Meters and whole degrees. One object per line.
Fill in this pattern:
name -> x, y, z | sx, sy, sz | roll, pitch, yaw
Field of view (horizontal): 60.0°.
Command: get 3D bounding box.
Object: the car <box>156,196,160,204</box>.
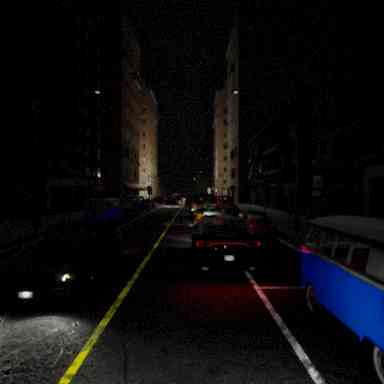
car -> -5.618, 1.435, 43.381 | 1.802, 1.307, 4.206 | 0, 0, 0

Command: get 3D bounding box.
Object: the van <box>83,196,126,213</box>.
van -> -5.646, 1.266, 21.376 | 1.690, 1.788, 3.998 | 0, 0, 0

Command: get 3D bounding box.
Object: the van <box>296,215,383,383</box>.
van -> 2.859, 1.323, 4.860 | 1.690, 1.788, 3.998 | 0, 0, 0

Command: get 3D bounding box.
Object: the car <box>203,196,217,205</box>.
car -> 2.921, 1.369, 54.373 | 2.008, 1.369, 4.403 | 0, 0, 0

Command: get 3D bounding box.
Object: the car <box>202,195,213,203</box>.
car -> 2.934, 1.352, 65.375 | 1.947, 1.339, 4.313 | 0, 0, 0

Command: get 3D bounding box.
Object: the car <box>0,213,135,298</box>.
car -> -3.089, 1.516, 8.832 | 2.033, 1.411, 5.357 | 0, 0, 0

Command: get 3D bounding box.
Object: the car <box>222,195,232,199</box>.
car -> 2.893, 1.203, 32.366 | 2.192, 1.841, 5.009 | 0, 0, 0

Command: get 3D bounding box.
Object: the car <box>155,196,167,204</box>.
car -> -5.598, 1.384, 59.885 | 1.802, 1.307, 4.206 | 0, 0, 0

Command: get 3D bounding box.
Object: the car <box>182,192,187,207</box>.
car -> 0.069, 1.193, 47.131 | 2.097, 1.767, 4.553 | 0, 0, 0

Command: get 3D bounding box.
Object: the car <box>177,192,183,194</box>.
car -> -2.916, 1.321, 69.547 | 2.033, 1.411, 5.357 | 0, 0, 0

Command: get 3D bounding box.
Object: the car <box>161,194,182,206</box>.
car -> -3.027, 1.379, 50.456 | 2.033, 1.411, 5.357 | 0, 0, 0

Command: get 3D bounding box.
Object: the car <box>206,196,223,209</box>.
car -> 2.907, 1.293, 43.370 | 1.967, 1.590, 4.097 | 0, 0, 0

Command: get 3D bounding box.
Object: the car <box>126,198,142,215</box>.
car -> -5.639, 1.458, 26.876 | 2.008, 1.369, 4.403 | 0, 0, 0

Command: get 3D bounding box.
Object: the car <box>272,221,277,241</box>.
car -> 2.874, 1.526, 15.864 | 1.802, 1.307, 4.206 | 0, 0, 0

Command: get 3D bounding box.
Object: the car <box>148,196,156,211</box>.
car -> -5.625, 1.436, 37.879 | 1.947, 1.339, 4.313 | 0, 0, 0

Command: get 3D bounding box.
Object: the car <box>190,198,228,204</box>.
car -> 0.923, 1.383, 20.731 | 1.801, 1.575, 5.366 | 0, 0, 0

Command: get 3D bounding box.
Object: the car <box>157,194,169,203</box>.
car -> -5.591, 1.226, 65.386 | 1.967, 1.590, 4.097 | 0, 0, 0

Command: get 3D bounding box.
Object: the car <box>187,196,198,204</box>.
car -> 0.073, 1.363, 60.883 | 1.994, 1.385, 4.181 | 0, 0, 0

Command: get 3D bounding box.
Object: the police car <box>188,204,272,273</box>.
police car -> 0.911, 1.387, 10.650 | 1.930, 1.638, 5.238 | 0, 0, 0

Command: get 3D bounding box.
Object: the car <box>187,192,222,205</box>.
car -> 0.931, 1.132, 26.571 | 2.150, 2.045, 5.566 | 0, 0, 0

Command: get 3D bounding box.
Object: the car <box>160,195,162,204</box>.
car -> -5.604, 1.385, 54.383 | 1.947, 1.339, 4.313 | 0, 0, 0

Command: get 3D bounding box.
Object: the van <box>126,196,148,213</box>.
van -> -5.632, 1.230, 32.377 | 1.690, 1.788, 3.998 | 0, 0, 0

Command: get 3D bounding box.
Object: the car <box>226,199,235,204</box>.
car -> 2.887, 1.488, 26.866 | 1.802, 1.307, 4.206 | 0, 0, 0
